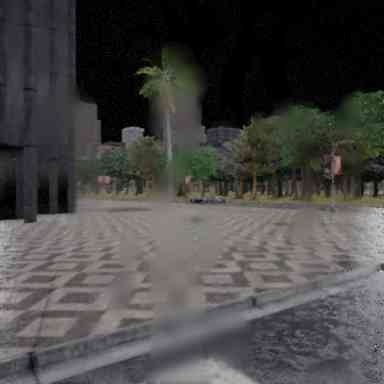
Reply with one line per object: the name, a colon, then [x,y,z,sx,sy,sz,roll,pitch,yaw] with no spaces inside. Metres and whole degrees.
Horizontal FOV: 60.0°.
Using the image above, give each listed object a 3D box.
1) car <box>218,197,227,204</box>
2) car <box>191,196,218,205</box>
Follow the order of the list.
car: [4.387,1.479,60.766,1.994,1.385,4.181,0,0,-37]
car: [1.868,1.535,58.705,1.895,1.301,4.718,0,0,-37]
